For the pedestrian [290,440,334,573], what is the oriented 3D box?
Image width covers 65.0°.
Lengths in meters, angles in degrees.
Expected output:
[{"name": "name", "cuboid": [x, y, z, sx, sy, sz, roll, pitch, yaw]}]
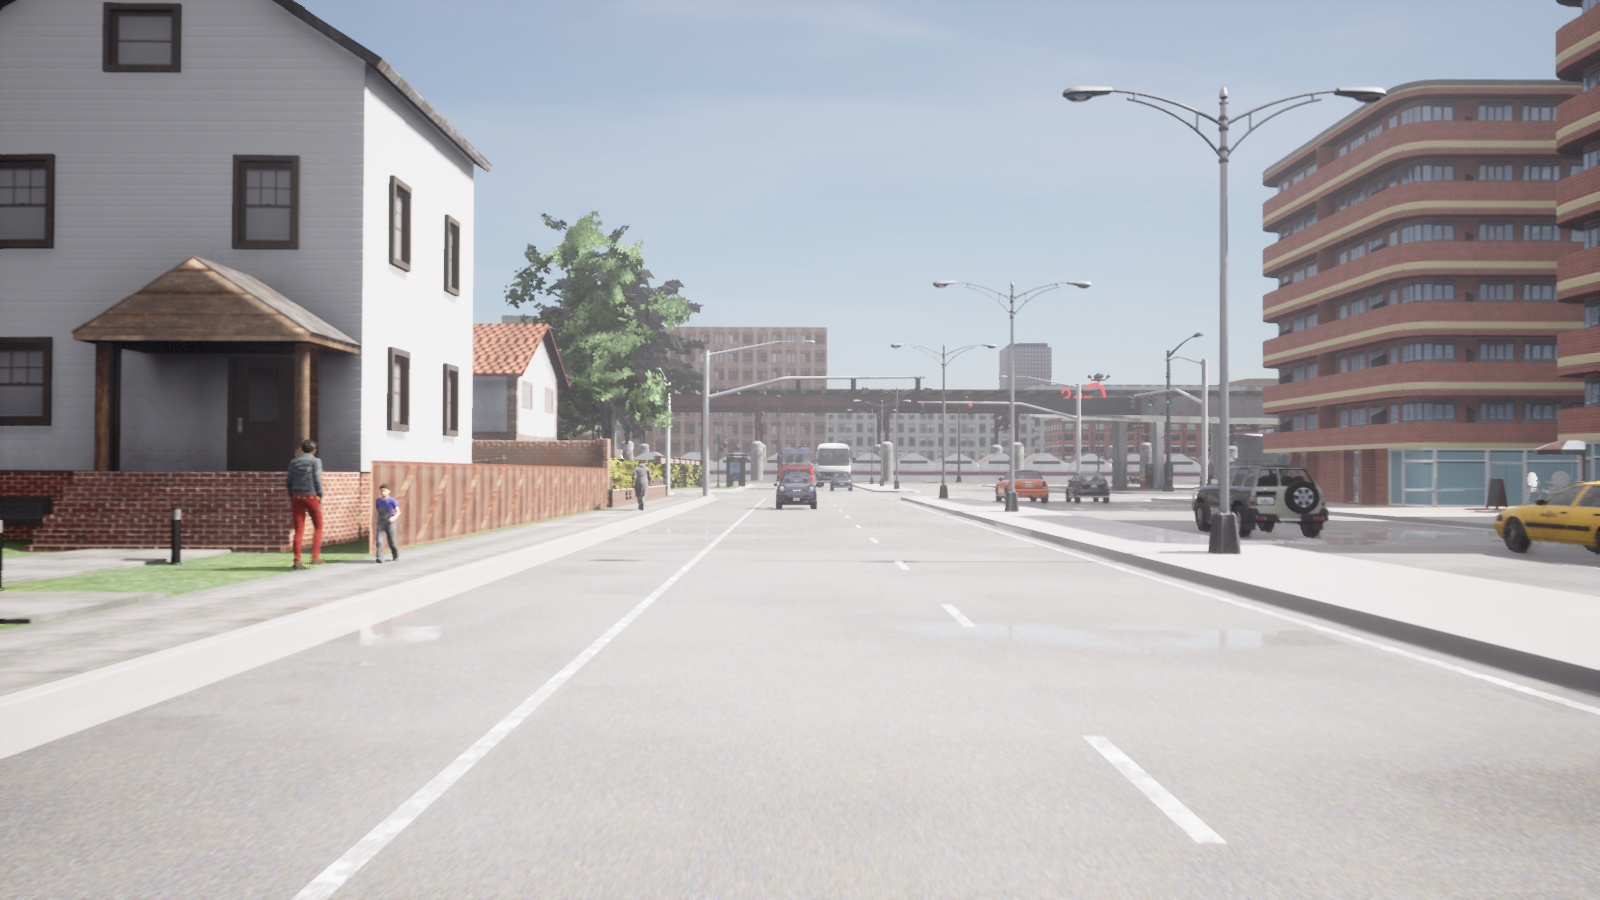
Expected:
[{"name": "pedestrian", "cuboid": [-6.908, 0.796, 17.791, 0.353, 1.847, 0.614, 0, -1, 5]}]

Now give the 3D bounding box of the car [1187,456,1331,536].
[{"name": "car", "cuboid": [11.421, 1.115, 31.620, 1.932, 1.855, 4.605, 0, -1, 0]}]

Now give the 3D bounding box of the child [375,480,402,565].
[{"name": "child", "cuboid": [-6.224, 1.091, 19.004, 0.270, 1.263, 0.437, 0, -1, -2]}]

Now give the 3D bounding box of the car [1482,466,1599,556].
[{"name": "car", "cuboid": [14.942, 1.081, 23.142, 1.801, 1.575, 5.366, 0, -1, 0]}]

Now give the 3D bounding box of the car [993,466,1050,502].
[{"name": "car", "cuboid": [11.338, 1.708, 64.510, 2.097, 1.767, 4.553, 0, -1, 0]}]

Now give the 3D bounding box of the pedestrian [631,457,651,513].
[{"name": "pedestrian", "cuboid": [-5.650, 1.240, 44.693, 0.659, 1.952, 0.873, 0, -1, -11]}]

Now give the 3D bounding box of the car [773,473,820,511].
[{"name": "car", "cuboid": [-0.127, 1.689, 51.369, 1.845, 1.501, 3.633, 0, -1, 0]}]

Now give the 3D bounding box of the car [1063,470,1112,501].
[{"name": "car", "cuboid": [14.729, 1.814, 64.496, 1.789, 1.549, 3.705, 0, -1, 2]}]
